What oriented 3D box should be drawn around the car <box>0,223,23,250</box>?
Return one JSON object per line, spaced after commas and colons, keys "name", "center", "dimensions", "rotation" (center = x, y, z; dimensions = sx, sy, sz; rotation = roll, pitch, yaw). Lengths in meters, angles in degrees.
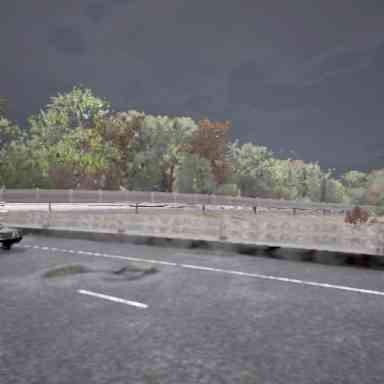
{"name": "car", "center": [-9.241, 1.737, 13.648], "dimensions": [4.718, 1.301, 1.895], "rotation": [-1, 0, 28]}
